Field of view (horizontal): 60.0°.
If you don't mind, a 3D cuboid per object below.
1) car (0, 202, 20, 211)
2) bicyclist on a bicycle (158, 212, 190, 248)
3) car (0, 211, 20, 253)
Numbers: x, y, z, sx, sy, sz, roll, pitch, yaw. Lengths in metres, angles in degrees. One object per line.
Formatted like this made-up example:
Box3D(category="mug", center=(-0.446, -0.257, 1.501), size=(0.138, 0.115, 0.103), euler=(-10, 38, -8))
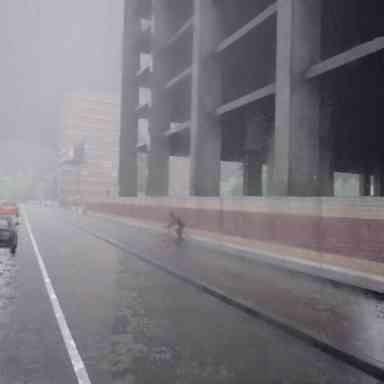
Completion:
Box3D(category="car", center=(-21.635, 1.959, 39.356), size=(2.097, 1.767, 4.553), euler=(2, -2, -28))
Box3D(category="bicyclist on a bicycle", center=(-0.790, 1.751, 15.230), size=(1.656, 1.620, 0.582), euler=(2, -2, -28))
Box3D(category="car", center=(-8.586, 1.739, 14.405), size=(1.812, 1.442, 4.674), euler=(2, -2, -28))
